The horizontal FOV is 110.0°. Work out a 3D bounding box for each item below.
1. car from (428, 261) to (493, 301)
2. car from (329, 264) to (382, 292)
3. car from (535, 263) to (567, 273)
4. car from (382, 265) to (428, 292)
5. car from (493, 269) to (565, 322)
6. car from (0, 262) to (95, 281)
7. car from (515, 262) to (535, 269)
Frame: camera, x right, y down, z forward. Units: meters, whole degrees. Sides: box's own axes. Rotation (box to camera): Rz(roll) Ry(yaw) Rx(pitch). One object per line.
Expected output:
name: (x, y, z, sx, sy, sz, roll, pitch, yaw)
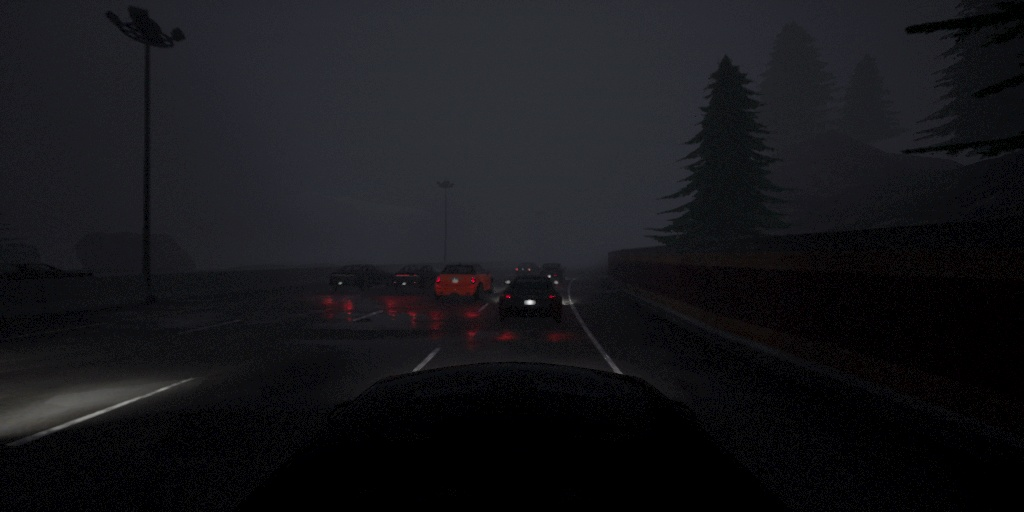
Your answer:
car: (-2.233, 1.117, 17.820, 2.097, 1.767, 4.553, 0, 0, 7)
car: (-8.802, 1.242, 21.490, 2.128, 1.511, 4.902, 0, 0, 8)
car: (3.379, 1.303, 29.721, 1.837, 1.490, 4.892, 0, 0, 12)
car: (-5.315, 1.252, 21.197, 2.128, 1.511, 4.902, 0, 0, 8)
car: (0.687, 1.331, 12.481, 1.994, 1.385, 4.181, 0, 0, 5)
car: (-20.423, 0.917, 14.360, 1.895, 1.301, 4.718, 0, 0, 5)
car: (1.728, 1.351, 37.527, 2.033, 1.411, 5.357, 0, 0, 16)
